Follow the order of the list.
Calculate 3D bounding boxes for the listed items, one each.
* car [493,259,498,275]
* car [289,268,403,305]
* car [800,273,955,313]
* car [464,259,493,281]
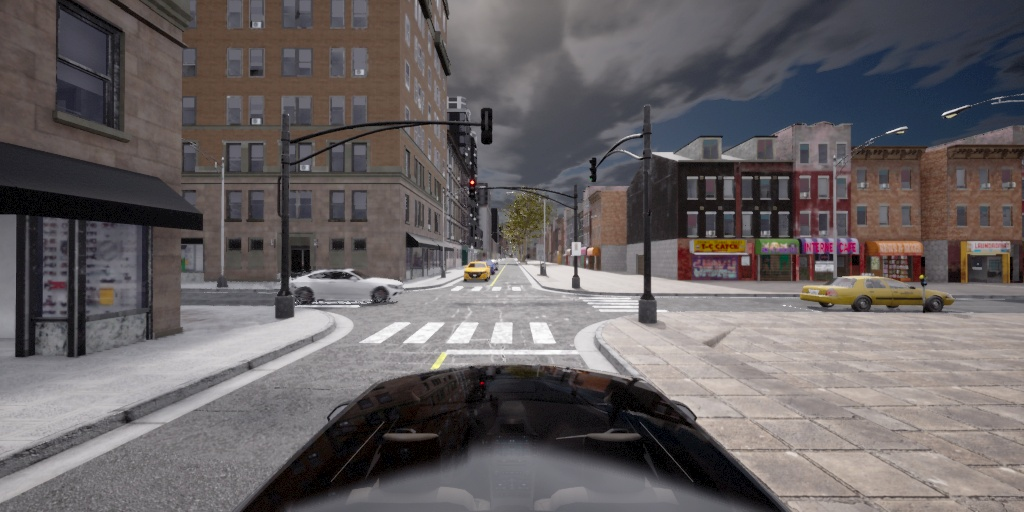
[{"bbox_3d":[-2.850,1.208,39.233,1.882,1.535,5.008,0,0,0],"label":"car"},{"bbox_3d":[-7.064,1.236,15.187,4.674,1.442,1.812,0,0,-11],"label":"car"},{"bbox_3d":[13.884,1.346,13.735,4.829,1.417,1.751,0,0,0],"label":"car"},{"bbox_3d":[-2.841,1.214,29.829,1.882,1.535,5.008,0,0,0],"label":"car"}]
